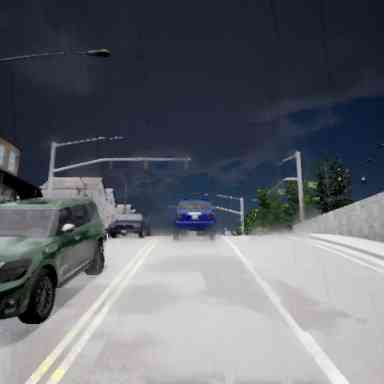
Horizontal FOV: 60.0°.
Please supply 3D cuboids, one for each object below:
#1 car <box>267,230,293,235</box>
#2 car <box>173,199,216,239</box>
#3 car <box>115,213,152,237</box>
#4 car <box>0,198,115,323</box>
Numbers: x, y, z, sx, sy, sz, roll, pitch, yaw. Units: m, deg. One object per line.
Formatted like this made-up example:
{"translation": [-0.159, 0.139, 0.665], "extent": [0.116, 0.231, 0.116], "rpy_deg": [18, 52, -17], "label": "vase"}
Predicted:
{"translation": [10.711, 5.057, 37.454], "extent": [4.674, 1.442, 1.812], "rpy_deg": [0, -12, -1], "label": "car"}
{"translation": [0.095, 1.521, 18.731], "extent": [2.150, 2.045, 5.566], "rpy_deg": [0, -5, -1], "label": "car"}
{"translation": [-3.558, 2.008, 20.179], "extent": [2.033, 1.411, 5.357], "rpy_deg": [0, -6, 0], "label": "car"}
{"translation": [-3.569, 1.197, 7.487], "extent": [2.150, 2.045, 5.566], "rpy_deg": [0, 0, 1], "label": "car"}
